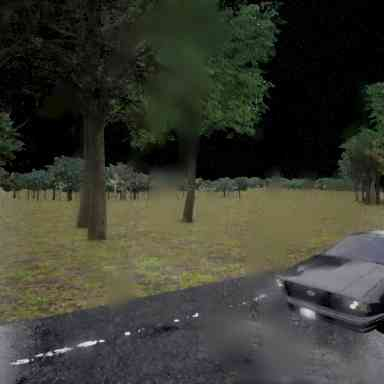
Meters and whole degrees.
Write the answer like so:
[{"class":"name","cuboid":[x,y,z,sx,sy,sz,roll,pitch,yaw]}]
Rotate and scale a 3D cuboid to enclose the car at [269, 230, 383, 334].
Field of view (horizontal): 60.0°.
[{"class":"car","cuboid":[4.020,1.537,6.851,5.357,1.411,2.033,0,0,-35]}]
